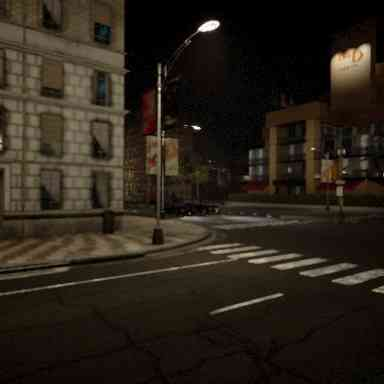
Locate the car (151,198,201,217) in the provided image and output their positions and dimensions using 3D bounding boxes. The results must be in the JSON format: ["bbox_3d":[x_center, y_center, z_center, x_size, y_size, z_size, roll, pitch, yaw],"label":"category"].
[{"bbox_3d":[-1.764,1.688,33.936,2.033,1.411,5.357,1,0,-36],"label":"car"}]

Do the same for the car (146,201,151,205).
[{"bbox_3d":[-5.904,1.827,58.924,4.718,1.301,1.895,0,0,39],"label":"car"}]

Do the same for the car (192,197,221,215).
[{"bbox_3d":[1.139,1.658,35.900,2.128,1.511,4.902,1,0,-36],"label":"car"}]
